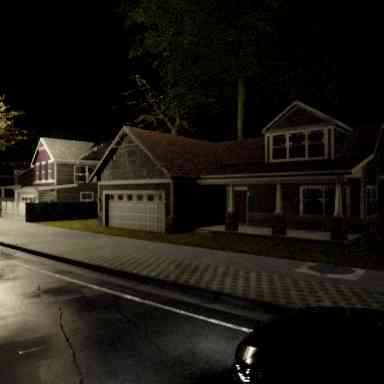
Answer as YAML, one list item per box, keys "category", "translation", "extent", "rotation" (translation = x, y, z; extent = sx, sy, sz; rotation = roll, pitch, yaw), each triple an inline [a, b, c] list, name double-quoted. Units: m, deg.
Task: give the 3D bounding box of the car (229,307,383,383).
- category: "car"
  translation: [2.598, 1.504, 2.226]
  extent: [4.892, 1.490, 1.837]
  rotation: [0, 0, 35]
